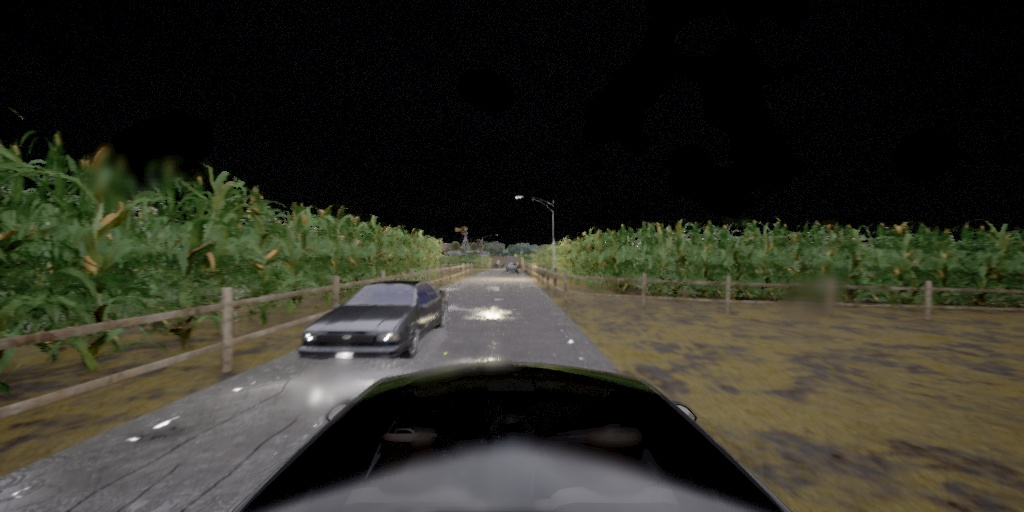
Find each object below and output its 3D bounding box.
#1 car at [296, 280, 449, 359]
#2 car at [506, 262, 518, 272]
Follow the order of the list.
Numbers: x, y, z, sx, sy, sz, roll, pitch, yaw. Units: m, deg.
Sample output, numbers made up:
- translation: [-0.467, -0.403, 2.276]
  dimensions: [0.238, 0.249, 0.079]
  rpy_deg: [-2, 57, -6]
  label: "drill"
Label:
- translation: [-2.812, 1.307, 8.721]
  dimensions: [2.033, 1.411, 5.357]
  rpy_deg: [0, 0, 0]
  label: "car"
- translation: [-0.002, 1.724, 55.755]
  dimensions: [2.128, 1.511, 4.902]
  rpy_deg: [0, -1, 0]
  label: "car"
